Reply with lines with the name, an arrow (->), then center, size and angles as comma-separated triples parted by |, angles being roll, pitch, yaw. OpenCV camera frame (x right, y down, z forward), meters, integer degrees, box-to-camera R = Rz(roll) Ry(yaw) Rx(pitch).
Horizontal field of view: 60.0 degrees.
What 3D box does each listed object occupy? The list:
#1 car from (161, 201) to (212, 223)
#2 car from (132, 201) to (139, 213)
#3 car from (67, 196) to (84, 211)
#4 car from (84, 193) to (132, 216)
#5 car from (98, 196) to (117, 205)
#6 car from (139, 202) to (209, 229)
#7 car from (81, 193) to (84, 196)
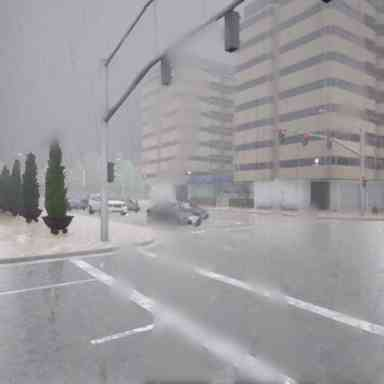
car -> -0.543, 1.520, 26.818 | 1.812, 1.442, 4.674 | 0, 0, -35
car -> -7.459, 1.500, 36.712 | 1.837, 1.490, 4.892 | 0, 0, -35
car -> -14.562, 1.521, 40.756 | 1.812, 1.442, 4.674 | 0, 0, -35
car -> -8.074, 1.220, 31.481 | 2.150, 2.045, 5.566 | 0, 0, -35
car -> -15.540, 1.517, 60.827 | 1.812, 1.442, 4.674 | 0, 0, -35
car -> -1.269, 1.487, 21.749 | 2.128, 1.511, 4.902 | 0, 0, -35
car -> -13.831, 1.216, 45.867 | 2.150, 2.045, 5.566 | 0, 0, -34
